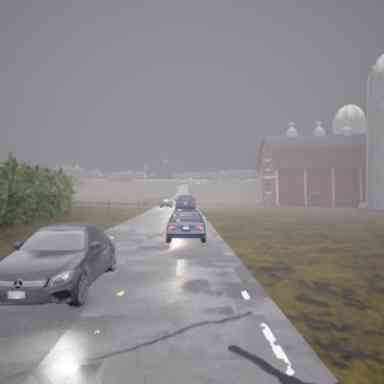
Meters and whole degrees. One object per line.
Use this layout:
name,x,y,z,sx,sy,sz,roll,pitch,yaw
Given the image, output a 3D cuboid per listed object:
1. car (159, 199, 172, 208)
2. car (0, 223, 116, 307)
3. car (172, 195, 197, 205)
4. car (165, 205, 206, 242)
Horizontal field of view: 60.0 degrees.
car,-3.921,1.729,51.133,2.033,1.411,5.357,0,0,-1
car,-3.075,1.527,8.083,1.812,1.442,4.674,0,0,-1
car,-0.700,1.326,36.102,2.150,2.045,5.566,0,0,-1
car,-0.294,1.566,16.546,2.033,1.411,5.357,0,0,-1
